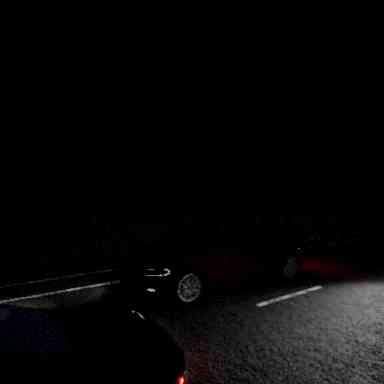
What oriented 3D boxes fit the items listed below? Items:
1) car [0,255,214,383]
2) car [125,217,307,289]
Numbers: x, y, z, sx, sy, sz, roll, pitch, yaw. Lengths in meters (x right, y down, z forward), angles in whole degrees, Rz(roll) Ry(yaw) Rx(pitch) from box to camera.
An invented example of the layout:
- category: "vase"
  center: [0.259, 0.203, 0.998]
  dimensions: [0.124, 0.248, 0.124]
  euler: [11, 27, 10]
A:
- category: "car"
  center: [-2.484, 1.557, 1.873]
  dimensions: [5.357, 1.411, 2.033]
  euler: [-1, 0, -35]
- category: "car"
  center: [0.730, 1.432, 8.188]
  dimensions: [5.008, 1.535, 1.882]
  euler: [-1, 1, -35]
